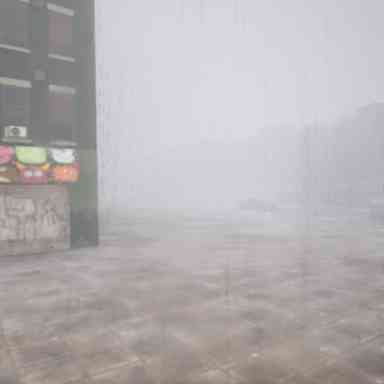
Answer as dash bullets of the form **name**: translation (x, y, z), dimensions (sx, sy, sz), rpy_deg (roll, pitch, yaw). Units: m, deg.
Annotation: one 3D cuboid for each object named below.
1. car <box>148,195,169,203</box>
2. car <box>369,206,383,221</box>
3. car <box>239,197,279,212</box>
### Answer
- **car**: translation (-5.614, 1.184, 55.181), dimensions (1.994, 1.385, 4.181), rpy_deg (-1, 1, -35)
- **car**: translation (15.682, 1.597, 25.011), dimensions (1.994, 1.385, 4.181), rpy_deg (-1, 1, -34)
- **car**: translation (7.330, 1.381, 36.778), dimensions (1.837, 1.490, 4.892), rpy_deg (-1, 2, -35)
